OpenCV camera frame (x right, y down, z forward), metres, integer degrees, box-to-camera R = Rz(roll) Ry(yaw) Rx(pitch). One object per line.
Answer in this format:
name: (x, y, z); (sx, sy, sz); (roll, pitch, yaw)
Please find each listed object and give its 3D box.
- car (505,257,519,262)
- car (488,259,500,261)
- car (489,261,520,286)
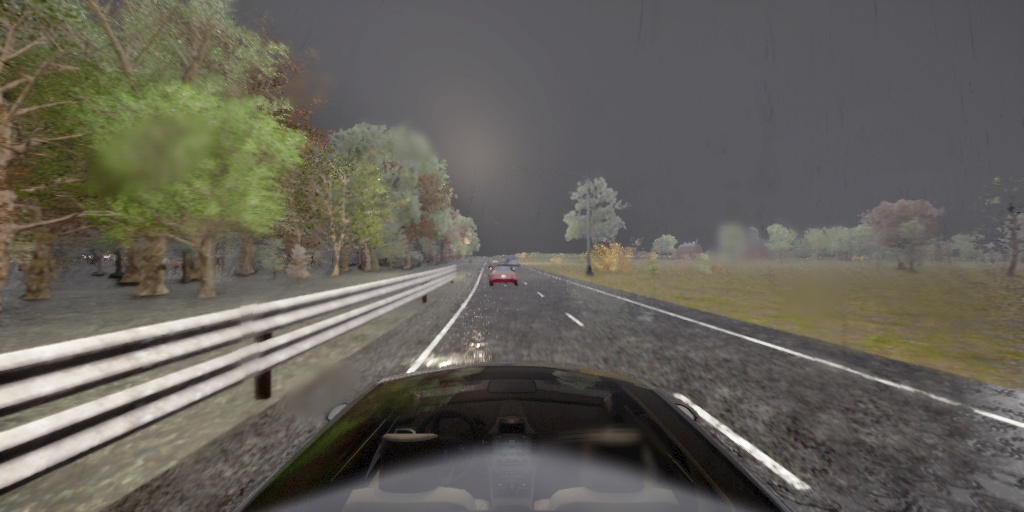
car: (0.294, 1.297, 63.742); (1.994, 1.385, 4.181); (0, 0, -4)
car: (-2.475, 1.278, 53.924); (1.812, 1.442, 4.674); (0, 0, -4)
car: (-0.668, 1.318, 25.727); (1.994, 1.385, 4.181); (0, 0, -3)
